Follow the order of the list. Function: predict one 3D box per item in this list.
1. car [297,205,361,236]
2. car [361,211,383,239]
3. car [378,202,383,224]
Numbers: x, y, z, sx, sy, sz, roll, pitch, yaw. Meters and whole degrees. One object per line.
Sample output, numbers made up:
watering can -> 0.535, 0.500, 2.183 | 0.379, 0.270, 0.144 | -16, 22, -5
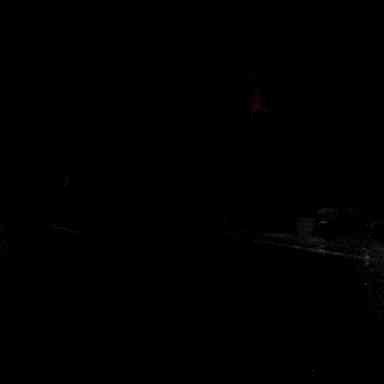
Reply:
car -> 7.731, 1.457, 18.089 | 4.674, 1.442, 1.812 | 0, 0, -35
car -> 10.277, 1.406, 15.601 | 5.008, 1.535, 1.882 | 0, 0, -35
car -> 15.158, 1.414, 23.327 | 4.674, 1.442, 1.812 | 0, 0, -35
